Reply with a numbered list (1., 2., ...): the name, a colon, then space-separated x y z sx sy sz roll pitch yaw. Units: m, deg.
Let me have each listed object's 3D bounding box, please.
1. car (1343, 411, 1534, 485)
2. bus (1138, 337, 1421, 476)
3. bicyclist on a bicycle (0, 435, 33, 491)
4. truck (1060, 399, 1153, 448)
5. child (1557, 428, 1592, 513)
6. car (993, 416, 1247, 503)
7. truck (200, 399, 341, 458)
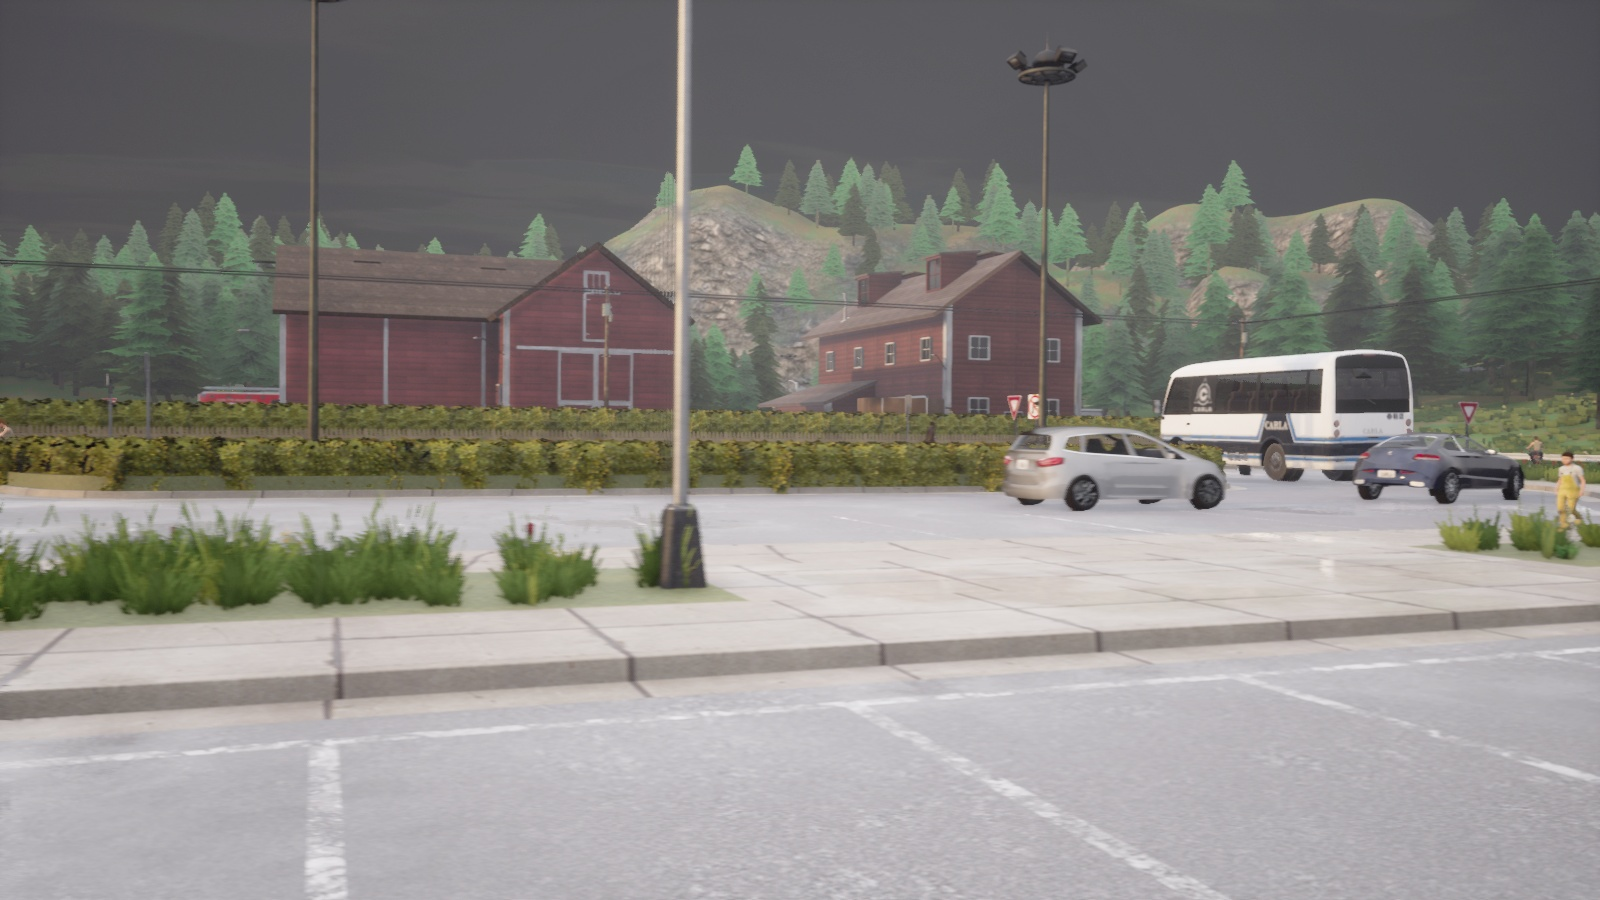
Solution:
1. car: 15.565 -0.089 30.509 5.027 1.651 2.152 -1 1 -37
2. bus: 16.465 -1.480 44.431 3.944 4.253 10.273 -2 2 -15
3. bicyclist on a bicycle: -23.588 0.387 37.016 1.509 1.612 0.866 -1 1 -20
4. truck: 22.930 -1.968 94.403 2.891 3.462 7.936 -1 1 -20
5. child: 11.693 0.298 18.955 0.437 1.263 0.270 -1 1 -29
6. car: 6.581 0.148 25.931 4.611 1.667 2.242 -1 1 -20
7. truck: -35.696 -1.501 84.770 8.468 3.827 2.891 -1 1 -29
